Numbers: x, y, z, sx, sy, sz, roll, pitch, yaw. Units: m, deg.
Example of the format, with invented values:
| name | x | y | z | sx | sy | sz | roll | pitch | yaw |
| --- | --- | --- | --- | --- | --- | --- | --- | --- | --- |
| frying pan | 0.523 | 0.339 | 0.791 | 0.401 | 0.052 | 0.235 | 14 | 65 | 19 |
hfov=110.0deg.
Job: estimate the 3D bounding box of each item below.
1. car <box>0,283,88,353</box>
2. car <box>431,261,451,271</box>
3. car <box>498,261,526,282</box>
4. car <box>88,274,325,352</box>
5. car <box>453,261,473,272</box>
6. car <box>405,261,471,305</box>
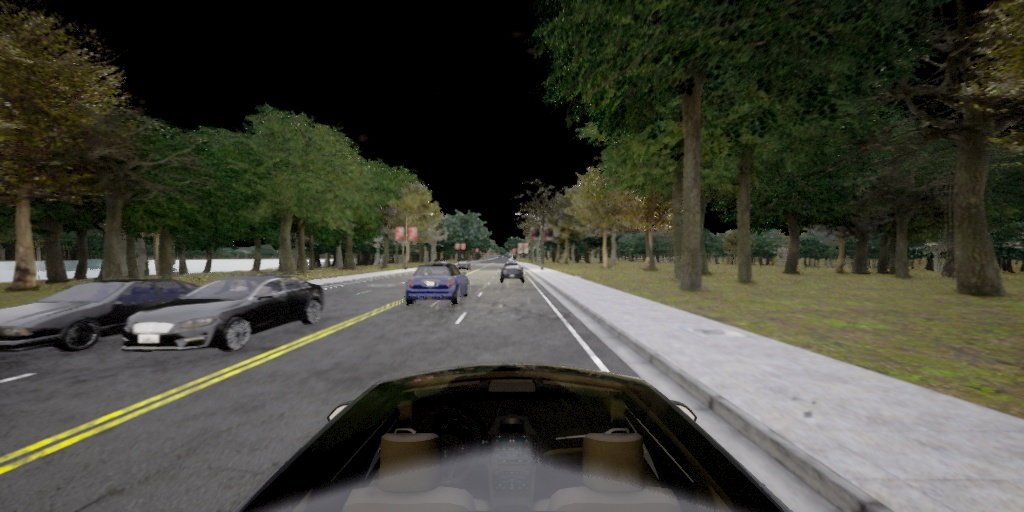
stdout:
| name | x | y | z | sx | sy | sz | roll | pitch | yaw |
| --- | --- | --- | --- | --- | --- | --- | --- | --- | --- |
| car | -9.859 | 1.300 | 9.131 | 2.033 | 1.411 | 5.357 | 0 | 0 | 0 |
| car | -10.069 | 1.398 | 51.284 | 1.994 | 1.385 | 4.181 | 0 | 0 | 0 |
| car | 0.016 | 1.299 | 28.765 | 1.812 | 1.442 | 4.674 | 0 | 0 | 0 |
| car | -6.608 | 1.244 | 8.973 | 2.128 | 1.511 | 4.902 | 0 | 0 | 0 |
| car | -6.814 | 1.379 | 50.442 | 2.033 | 1.411 | 5.357 | 0 | 0 | 0 |
| car | -3.176 | 1.108 | 16.056 | 2.097 | 1.767 | 4.553 | 0 | 0 | 0 |
